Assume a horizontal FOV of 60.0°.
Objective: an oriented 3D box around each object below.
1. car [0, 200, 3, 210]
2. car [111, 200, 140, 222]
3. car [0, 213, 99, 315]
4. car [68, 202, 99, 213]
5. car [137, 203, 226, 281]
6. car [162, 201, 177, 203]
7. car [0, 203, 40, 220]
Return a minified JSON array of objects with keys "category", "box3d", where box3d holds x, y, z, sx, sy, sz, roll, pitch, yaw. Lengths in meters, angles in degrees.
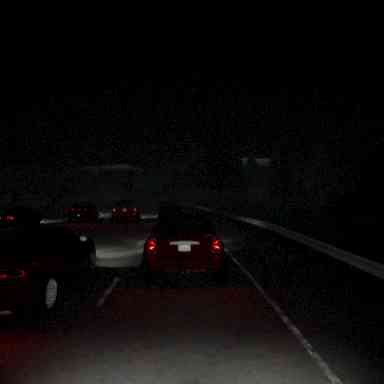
[{"category":"car","box3d":[-25.950,1.725,42.289,1.895,1.301,4.718,0,0,-12]},{"category":"car","box3d":[-5.408,1.408,27.511,2.097,1.767,4.553,0,0,-7]},{"category":"car","box3d":[-3.651,1.498,7.678,1.882,1.535,5.008,0,0,-2]},{"category":"car","box3d":[-8.974,1.556,27.773,2.128,1.511,4.902,0,0,-8]},{"category":"car","box3d":[-0.278,1.369,10.120,2.097,1.767,4.553,0,0,-3]},{"category":"car","box3d":[-1.918,1.554,27.870,1.837,1.490,4.892,0,0,-7]},{"category":"car","box3d":[-11.776,1.609,22.354,2.033,1.411,5.357,0,0,-7]}]
